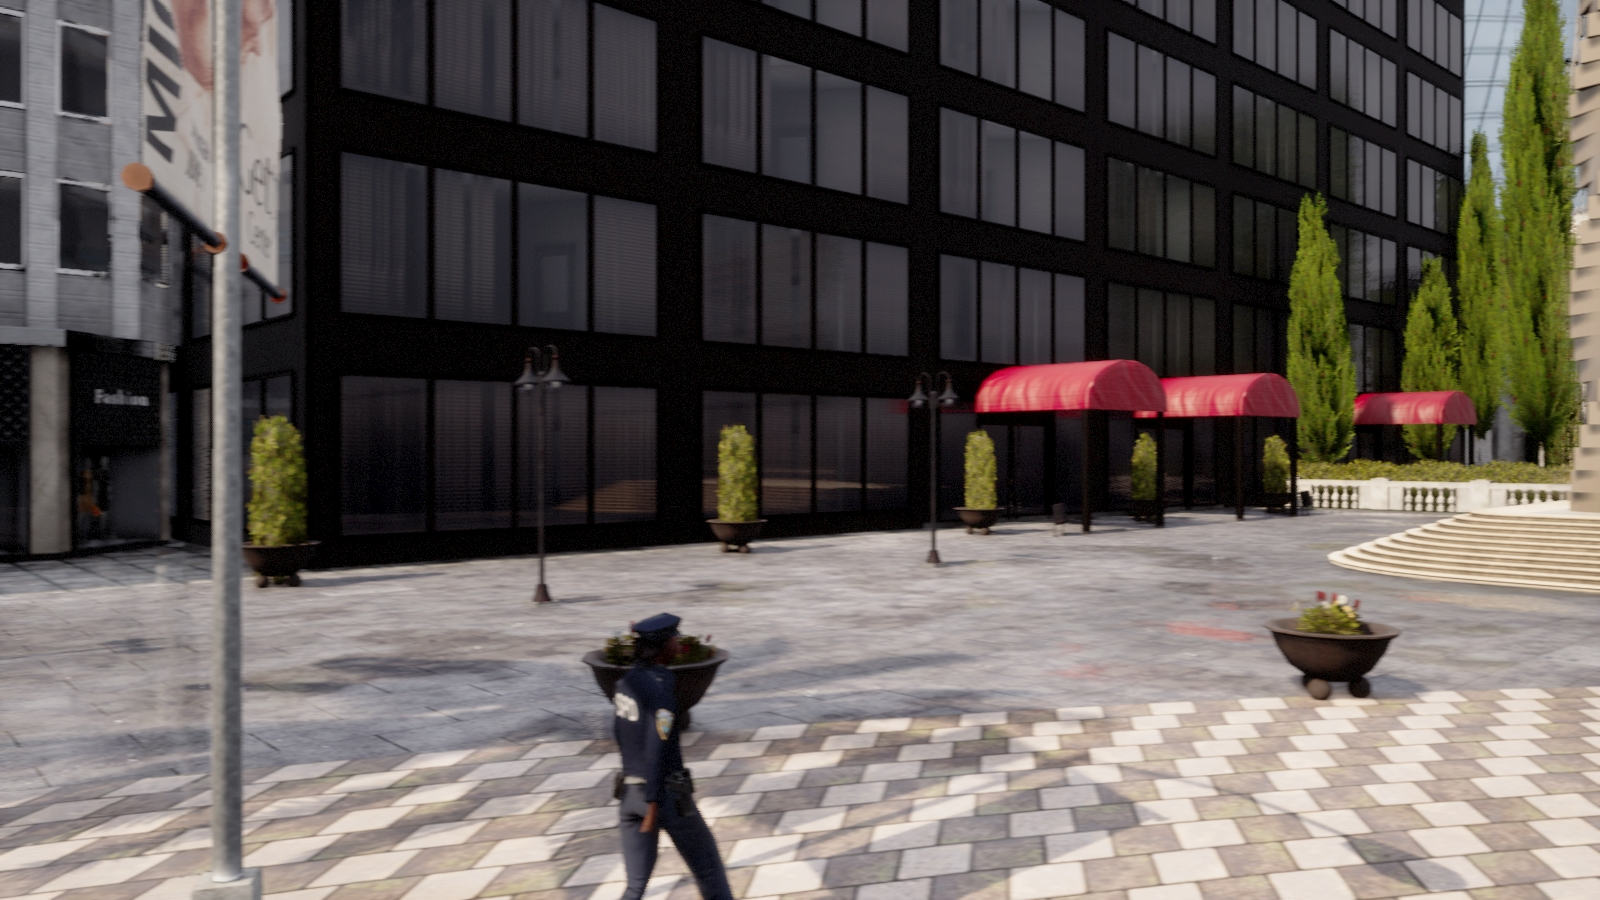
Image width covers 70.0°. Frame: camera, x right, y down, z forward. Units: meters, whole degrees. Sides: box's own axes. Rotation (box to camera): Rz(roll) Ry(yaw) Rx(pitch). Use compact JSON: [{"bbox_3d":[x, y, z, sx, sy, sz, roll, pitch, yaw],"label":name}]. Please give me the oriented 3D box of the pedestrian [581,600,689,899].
[{"bbox_3d":[-0.802,1.696,5.553,0.375,1.860,0.375,0,0,-43],"label":"pedestrian"}]
